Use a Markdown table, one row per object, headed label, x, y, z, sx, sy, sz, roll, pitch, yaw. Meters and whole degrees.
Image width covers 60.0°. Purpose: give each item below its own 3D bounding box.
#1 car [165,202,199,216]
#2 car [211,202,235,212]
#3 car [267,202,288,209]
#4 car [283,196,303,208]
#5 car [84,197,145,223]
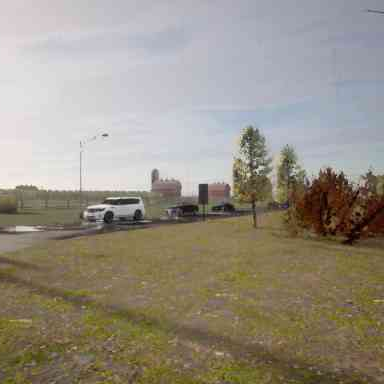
| label | x | y | z | sx | sy | sz | roll | pitch | yaw |
| --- | --- | --- | --- | --- | --- | --- | --- | --- | --- |
| car | -1.053 | 1.816 | 36.685 | 2.128 | 1.511 | 4.902 | -1 | -1 | 32 |
| car | 4.285 | 1.985 | 45.201 | 1.994 | 1.385 | 4.181 | -1 | -1 | 32 |
| car | 13.533 | 1.964 | 53.123 | 1.837 | 1.490 | 4.892 | -1 | -1 | 32 |
| car | 18.766 | 1.782 | 61.646 | 2.150 | 2.045 | 5.566 | -1 | -1 | 32 |
| car | -6.386 | 1.451 | 28.169 | 2.150 | 2.045 | 5.566 | -1 | -1 | 34 |
